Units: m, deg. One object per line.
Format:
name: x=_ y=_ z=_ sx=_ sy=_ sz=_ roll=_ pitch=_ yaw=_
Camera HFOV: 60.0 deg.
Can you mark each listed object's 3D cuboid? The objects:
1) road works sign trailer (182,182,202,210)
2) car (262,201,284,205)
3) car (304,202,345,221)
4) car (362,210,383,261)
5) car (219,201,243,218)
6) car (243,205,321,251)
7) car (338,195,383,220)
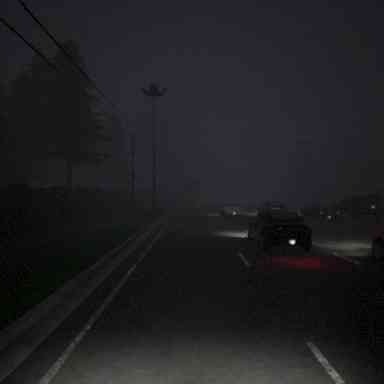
road works sign trailer: x=0.001 y=0.538 z=43.120 sx=2.380 sy=3.560 sz=2.880 roll=0 pitch=0 yaw=0
car: x=7.094 y=1.541 z=29.455 sx=2.128 sy=1.511 sz=4.902 roll=0 pitch=0 yaw=0
car: x=10.592 y=1.648 z=27.852 sx=1.895 sy=1.301 sz=4.718 roll=0 pitch=0 yaw=0
car: x=7.081 y=1.493 z=9.362 sx=1.882 sy=1.535 sz=5.008 roll=0 pitch=0 yaw=0
car: x=3.585 y=1.577 z=30.452 sx=1.812 sy=1.442 sz=4.674 roll=0 pitch=0 yaw=0
car: x=3.593 y=1.530 z=14.293 sx=1.837 sy=1.490 sz=4.892 roll=0 pitch=0 yaw=0
car: x=14.094 y=1.270 z=28.534 sx=2.150 sy=2.045 sz=5.566 roll=0 pitch=0 yaw=0
